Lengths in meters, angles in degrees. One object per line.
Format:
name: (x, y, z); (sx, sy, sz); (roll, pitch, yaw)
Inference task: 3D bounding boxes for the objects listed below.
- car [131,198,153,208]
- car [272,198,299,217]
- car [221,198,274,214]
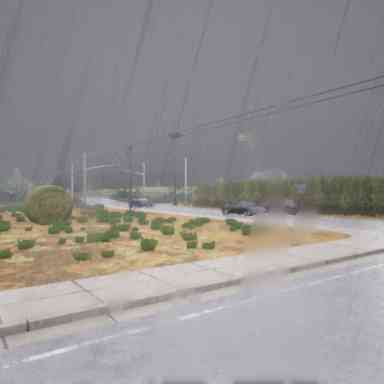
car: (-7.278, 1.537, 47.877); (1.812, 1.442, 4.674); (0, 0, -34)
car: (7.944, 1.363, 32.211); (2.097, 1.767, 4.553); (0, 0, -35)
car: (4.649, 1.504, 30.452); (2.128, 1.511, 4.902); (0, 0, -35)
